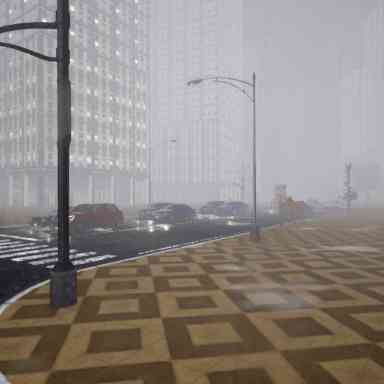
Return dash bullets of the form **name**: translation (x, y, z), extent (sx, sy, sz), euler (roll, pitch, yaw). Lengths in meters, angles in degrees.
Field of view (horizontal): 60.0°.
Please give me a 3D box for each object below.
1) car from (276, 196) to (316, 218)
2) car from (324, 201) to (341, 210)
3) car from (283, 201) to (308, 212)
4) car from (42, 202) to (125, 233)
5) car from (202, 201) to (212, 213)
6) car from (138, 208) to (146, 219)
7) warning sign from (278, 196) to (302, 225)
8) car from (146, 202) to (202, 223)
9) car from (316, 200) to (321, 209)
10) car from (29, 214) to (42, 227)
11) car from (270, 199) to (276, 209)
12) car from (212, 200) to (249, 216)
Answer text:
- **car**: translation (10.539, 1.569, 33.428), extent (2.097, 1.767, 4.553), euler (0, 0, 34)
- **car**: translation (21.103, 1.932, 49.810), extent (1.895, 1.301, 4.718), euler (0, 0, 32)
- **car**: translation (13.843, 1.898, 44.394), extent (1.895, 1.301, 4.718), euler (0, -1, 33)
- **car**: translation (-6.355, 1.468, 20.505), extent (2.097, 1.767, 4.553), euler (0, -1, 34)
- **car**: translation (2.729, 1.768, 39.651), extent (1.837, 1.490, 4.892), euler (0, 0, 34)
- **car**: translation (-2.952, 1.706, 31.301), extent (1.837, 1.490, 4.892), euler (0, -1, 34)
- **warning sign**: translation (6.764, 1.251, 22.994), extent (1.300, 1.860, 1.060), euler (0, 0, 34)
- **car**: translation (-1.415, 1.699, 27.787), extent (1.812, 1.442, 4.674), euler (0, -1, 34)
- **car**: translation (19.065, 1.831, 52.789), extent (1.882, 1.535, 5.008), euler (0, 0, 31)
- **car**: translation (-8.429, 1.685, 23.272), extent (2.033, 1.411, 5.357), euler (0, -1, 34)
- **car**: translation (13.563, 1.546, 50.066), extent (2.150, 2.045, 5.566), euler (0, -1, 32)
- **car**: translation (4.595, 1.718, 36.609), extent (1.882, 1.535, 5.008), euler (0, 0, 34)
